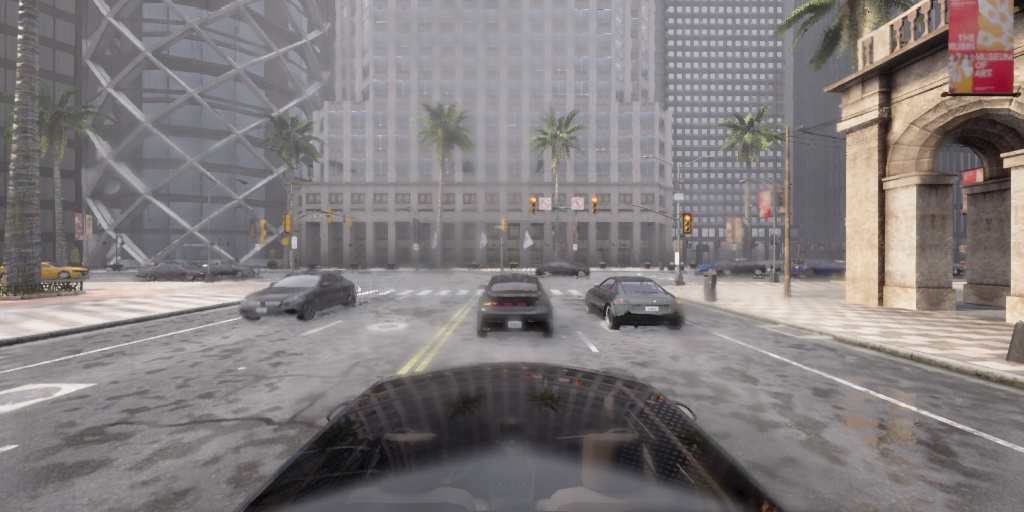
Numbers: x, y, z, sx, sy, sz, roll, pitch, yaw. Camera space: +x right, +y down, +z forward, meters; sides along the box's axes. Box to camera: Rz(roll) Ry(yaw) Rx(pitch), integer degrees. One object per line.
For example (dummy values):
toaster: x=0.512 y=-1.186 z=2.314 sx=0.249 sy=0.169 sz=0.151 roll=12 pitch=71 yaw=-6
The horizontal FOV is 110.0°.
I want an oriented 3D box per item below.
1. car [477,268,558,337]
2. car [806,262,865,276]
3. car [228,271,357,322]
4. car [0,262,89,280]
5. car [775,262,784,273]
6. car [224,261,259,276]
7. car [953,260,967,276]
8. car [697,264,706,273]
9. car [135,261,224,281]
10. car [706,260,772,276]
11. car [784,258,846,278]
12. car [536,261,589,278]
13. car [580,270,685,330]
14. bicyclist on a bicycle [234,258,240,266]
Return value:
car: x=0.078 y=1.255 z=10.283 sx=1.837 sy=1.490 sz=4.892 roll=0 pitch=0 yaw=0
car: x=33.056 y=1.314 z=36.730 sx=4.181 sy=1.385 sz=1.994 roll=0 pitch=0 yaw=0
car: x=-7.053 y=1.276 z=12.451 sx=1.812 sy=1.442 sz=4.674 roll=0 pitch=0 yaw=0
car: x=-39.160 y=1.225 z=30.002 sx=5.008 sy=1.535 sz=1.882 roll=0 pitch=0 yaw=-25
car: x=33.022 y=1.241 z=40.228 sx=4.902 sy=1.511 sz=2.128 roll=0 pitch=0 yaw=0
car: x=-25.944 y=1.241 z=32.888 sx=4.902 sy=1.511 sz=2.128 roll=0 pitch=0 yaw=-4
car: x=43.022 y=1.242 z=36.681 sx=4.902 sy=1.511 sz=2.128 roll=0 pitch=0 yaw=0
car: x=23.449 y=1.228 z=40.259 sx=5.008 sy=1.535 sz=1.882 roll=0 pitch=0 yaw=0
car: x=-27.488 y=1.297 z=29.490 sx=5.357 sy=1.411 sz=2.033 roll=0 pitch=0 yaw=-3
car: x=23.188 y=1.228 z=36.759 sx=5.008 sy=1.535 sz=1.882 roll=0 pitch=0 yaw=0
car: x=28.386 y=1.102 z=33.042 sx=4.553 sy=1.767 sz=2.097 roll=0 pitch=0 yaw=0
car: x=4.654 y=1.227 z=33.112 sx=5.008 sy=1.535 sz=1.882 roll=0 pitch=0 yaw=0
car: x=3.582 y=1.314 z=11.148 sx=1.994 sy=1.385 sz=4.181 roll=0 pitch=0 yaw=0
bicyclist on a bicycle: x=-35.744 y=1.050 z=46.596 sx=0.582 sy=1.620 sz=1.656 roll=0 pitch=0 yaw=-12
